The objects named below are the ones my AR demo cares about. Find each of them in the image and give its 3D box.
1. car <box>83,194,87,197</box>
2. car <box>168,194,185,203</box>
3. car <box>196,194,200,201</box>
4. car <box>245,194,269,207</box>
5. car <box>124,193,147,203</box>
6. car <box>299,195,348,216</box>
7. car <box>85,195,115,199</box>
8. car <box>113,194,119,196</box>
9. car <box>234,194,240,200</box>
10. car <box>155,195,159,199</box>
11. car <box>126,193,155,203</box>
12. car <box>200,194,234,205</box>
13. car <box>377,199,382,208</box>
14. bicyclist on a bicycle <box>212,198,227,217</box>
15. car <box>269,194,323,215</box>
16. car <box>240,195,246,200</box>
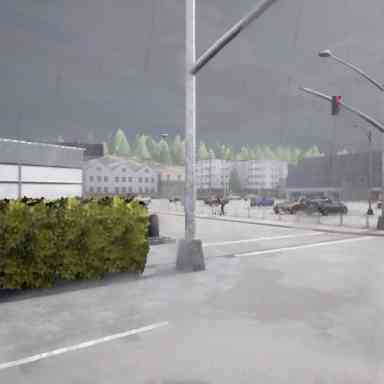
[{"bbox_3d":[-24.629,1.286,77.282,5.008,1.535,1.882,0,0,-35],"label":"car"},{"bbox_3d":[-2.453,1.097,65.414,4.605,1.855,1.932,0,0,-35],"label":"car"},{"bbox_3d":[1.786,1.298,76.835,4.514,1.523,2.007,0,0,-35],"label":"car"},{"bbox_3d":[9.773,1.320,46.571,3.633,1.501,1.845,0,0,-35],"label":"car"},{"bbox_3d":[-10.787,1.077,63.608,3.866,1.878,1.905,0,0,-35],"label":"car"},{"bbox_3d":[12.095,1.340,29.923,4.514,1.523,2.007,0,0,-35],"label":"car"},{"bbox_3d":[-11.427,1.505,41.311,1.837,1.490,4.892,0,0,-35],"label":"car"},{"bbox_3d":[-19.772,1.334,84.911,4.902,1.511,2.128,0,0,-35],"label":"car"},{"bbox_3d":[9.663,1.232,77.864,3.806,1.475,1.970,0,0,-35],"label":"car"},{"bbox_3d":[-11.356,1.286,90.748,5.008,1.535,1.882,0,0,-35],"label":"car"},{"bbox_3d":[-9.386,1.361,60.531,3.806,1.475,1.970,0,0,-35],"label":"car"},{"bbox_3d":[4.091,1.298,54.791,4.514,1.523,2.007,0,0,-35],"label":"car"},{"bbox_3d":[25.650,1.384,43.025,3.806,1.475,1.970,0,0,-35],"label":"car"},{"bbox_3d":[2.337,1.301,27.998,1.656,1.620,0.582,0,0,-35],"label":"bicyclist on a bicycle"},{"bbox_3d":[10.258,1.330,32.465,5.027,1.636,2.152,0,0,-35],"label":"car"},{"bbox_3d":[13.600,1.154,72.786,5.027,1.636,2.152,0,0,-35],"label":"car"}]
